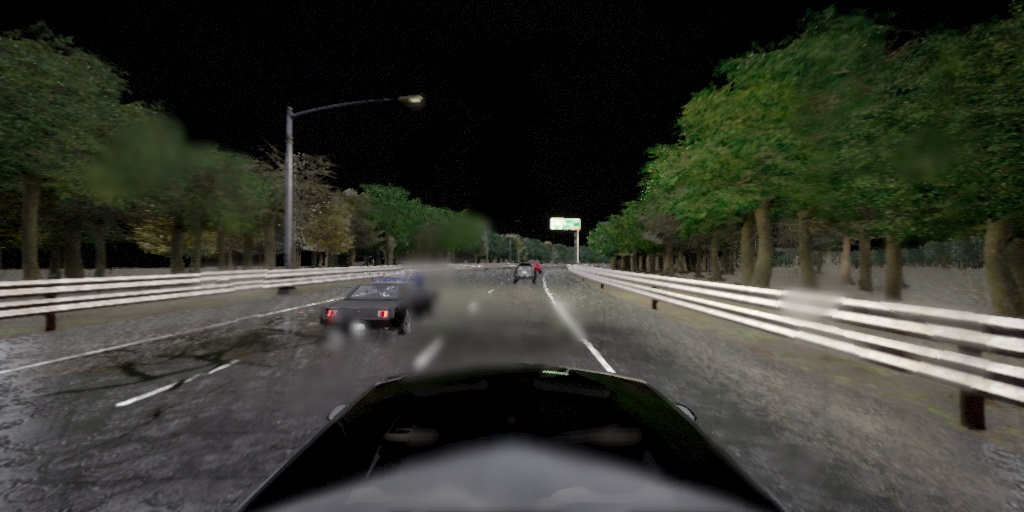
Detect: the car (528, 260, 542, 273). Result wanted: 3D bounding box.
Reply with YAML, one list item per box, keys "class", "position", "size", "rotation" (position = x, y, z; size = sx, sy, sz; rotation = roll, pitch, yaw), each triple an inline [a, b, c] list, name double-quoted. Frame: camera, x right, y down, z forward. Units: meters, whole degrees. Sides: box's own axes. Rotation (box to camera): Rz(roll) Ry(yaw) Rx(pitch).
- class: "car"
  position: [3.392, 1.633, 55.040]
  size: [2.150, 2.045, 5.566]
  rotation: [0, -1, 8]

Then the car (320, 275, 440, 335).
- class: "car"
  position: [-3.532, 1.413, 10.682]
  size: [1.895, 1.301, 4.718]
  rotation: [0, -1, 2]

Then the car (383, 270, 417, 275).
- class: "car"
  position: [-6.652, 1.513, 21.825]
  size: [1.895, 1.301, 4.718]
  rotation: [0, -1, 3]

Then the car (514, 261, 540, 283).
- class: "car"
  position: [1.218, 1.493, 32.215]
  size: [2.033, 1.649, 4.856]
  rotation: [0, -1, 4]
